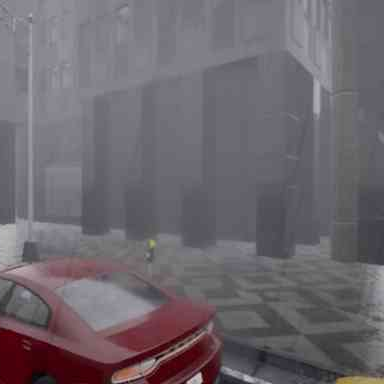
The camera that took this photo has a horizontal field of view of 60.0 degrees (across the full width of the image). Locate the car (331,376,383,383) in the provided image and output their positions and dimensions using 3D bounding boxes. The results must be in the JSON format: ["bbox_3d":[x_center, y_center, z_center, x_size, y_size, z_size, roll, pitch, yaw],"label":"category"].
[{"bbox_3d":[2.657,1.527,1.066,4.829,1.417,1.752,0,0,35],"label":"car"}]

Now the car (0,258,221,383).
[{"bbox_3d":[-1.797,1.542,4.242,4.507,1.381,1.887,0,0,35],"label":"car"}]
